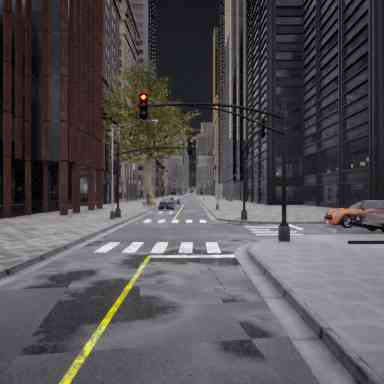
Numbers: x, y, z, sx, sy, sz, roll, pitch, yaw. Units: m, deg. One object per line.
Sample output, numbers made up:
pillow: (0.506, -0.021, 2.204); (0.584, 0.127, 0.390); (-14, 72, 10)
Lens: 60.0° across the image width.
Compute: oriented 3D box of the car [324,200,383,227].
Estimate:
car: (10.860, 1.311, 21.182); (4.553, 1.767, 2.097); (0, 0, 0)

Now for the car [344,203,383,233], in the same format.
car: (11.538, 1.491, 18.082); (5.357, 1.411, 2.033); (0, 0, 0)

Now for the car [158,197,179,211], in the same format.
car: (-3.069, 1.558, 40.629); (2.033, 1.411, 5.357); (0, 0, 0)
